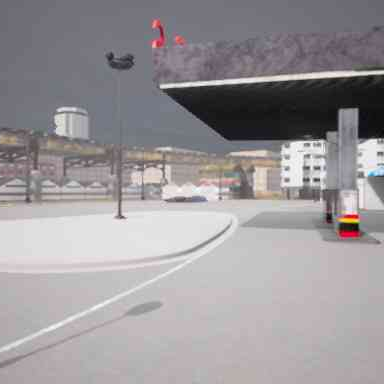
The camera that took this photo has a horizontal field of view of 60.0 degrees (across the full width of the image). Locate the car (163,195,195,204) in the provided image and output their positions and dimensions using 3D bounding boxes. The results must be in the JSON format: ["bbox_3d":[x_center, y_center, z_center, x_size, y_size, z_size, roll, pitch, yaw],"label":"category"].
[{"bbox_3d":[-2.534,1.278,58.749,5.357,1.411,2.033,0,0,-43],"label":"car"}]

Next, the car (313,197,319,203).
[{"bbox_3d":[25.975,1.428,65.409,4.181,1.385,1.994,0,0,3],"label":"car"}]

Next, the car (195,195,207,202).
[{"bbox_3d":[0.183,1.270,64.397,5.357,1.411,2.033,0,0,-29],"label":"car"}]
